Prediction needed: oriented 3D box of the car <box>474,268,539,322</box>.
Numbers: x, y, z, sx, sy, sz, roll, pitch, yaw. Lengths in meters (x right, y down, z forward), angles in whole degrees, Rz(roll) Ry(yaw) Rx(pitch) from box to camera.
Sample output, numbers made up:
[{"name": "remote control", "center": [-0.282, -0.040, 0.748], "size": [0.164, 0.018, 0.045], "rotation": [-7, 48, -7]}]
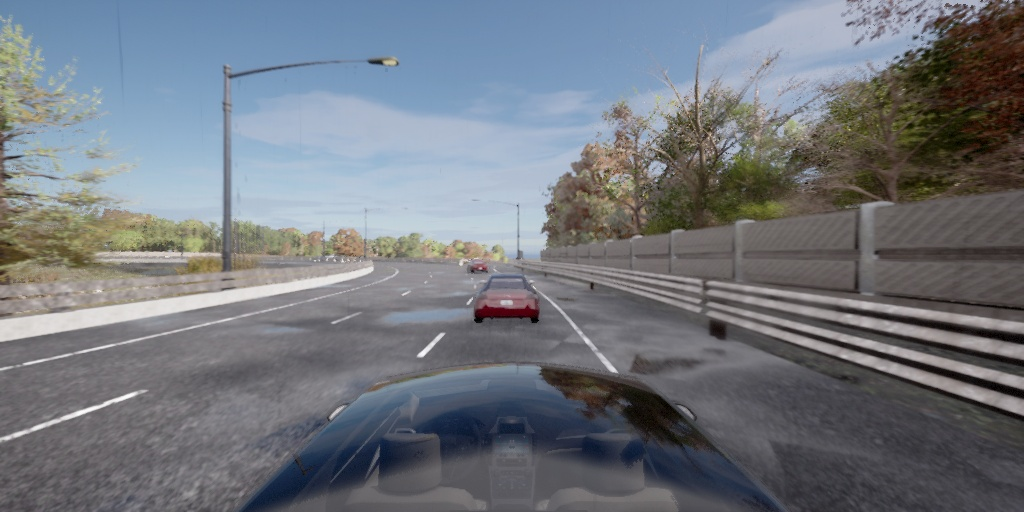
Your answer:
[{"name": "car", "center": [-0.170, 1.287, 12.148], "size": [1.994, 1.385, 4.181], "rotation": [0, 0, -1]}]

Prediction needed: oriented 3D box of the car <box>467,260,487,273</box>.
[{"name": "car", "center": [-3.951, 1.167, 40.559], "size": [1.812, 1.442, 4.674], "rotation": [0, 0, -14]}]
